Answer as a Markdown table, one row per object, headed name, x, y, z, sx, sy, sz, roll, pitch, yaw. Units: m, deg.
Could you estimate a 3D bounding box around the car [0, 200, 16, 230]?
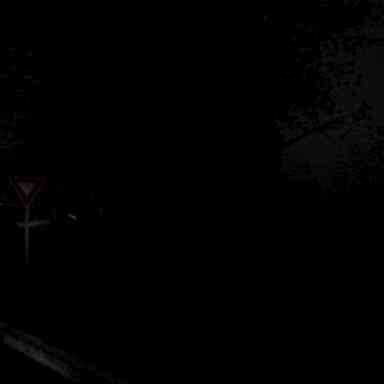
| name | x | y | z | sx | sy | sz | roll | pitch | yaw |
| --- | --- | --- | --- | --- | --- | --- | --- | --- | --- |
| car | -10.698 | 1.286 | 16.304 | 2.128 | 1.511 | 4.902 | 1 | 0 | 4 |
